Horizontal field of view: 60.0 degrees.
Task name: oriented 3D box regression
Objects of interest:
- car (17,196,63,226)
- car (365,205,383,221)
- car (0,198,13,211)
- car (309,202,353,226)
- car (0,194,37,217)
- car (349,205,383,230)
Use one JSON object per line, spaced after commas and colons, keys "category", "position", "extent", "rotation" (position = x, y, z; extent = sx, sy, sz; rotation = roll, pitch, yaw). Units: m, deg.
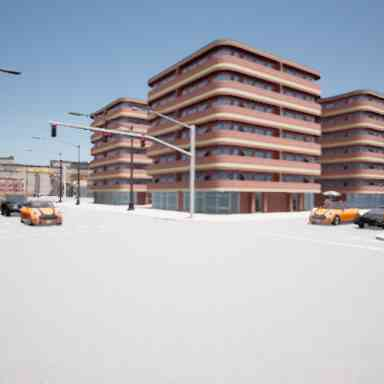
{"category": "car", "position": [-10.863, 1.408, 23.996], "extent": [2.097, 1.767, 4.553], "rotation": [1, 0, -36]}
{"category": "car", "position": [18.261, 1.925, 31.148], "extent": [4.181, 1.385, 1.994], "rotation": [1, 0, -36]}
{"category": "car", "position": [-23.912, 1.558, 41.669], "extent": [1.837, 1.490, 4.892], "rotation": [1, -1, -36]}
{"category": "car", "position": [11.238, 1.619, 26.134], "extent": [4.553, 1.767, 2.097], "rotation": [1, 0, -35]}
{"category": "car", "position": [-17.150, 1.276, 32.520], "extent": [2.150, 2.045, 5.566], "rotation": [1, 0, -36]}
{"category": "car", "position": [13.711, 1.821, 23.600], "extent": [5.357, 1.411, 2.033], "rotation": [1, 0, -36]}
